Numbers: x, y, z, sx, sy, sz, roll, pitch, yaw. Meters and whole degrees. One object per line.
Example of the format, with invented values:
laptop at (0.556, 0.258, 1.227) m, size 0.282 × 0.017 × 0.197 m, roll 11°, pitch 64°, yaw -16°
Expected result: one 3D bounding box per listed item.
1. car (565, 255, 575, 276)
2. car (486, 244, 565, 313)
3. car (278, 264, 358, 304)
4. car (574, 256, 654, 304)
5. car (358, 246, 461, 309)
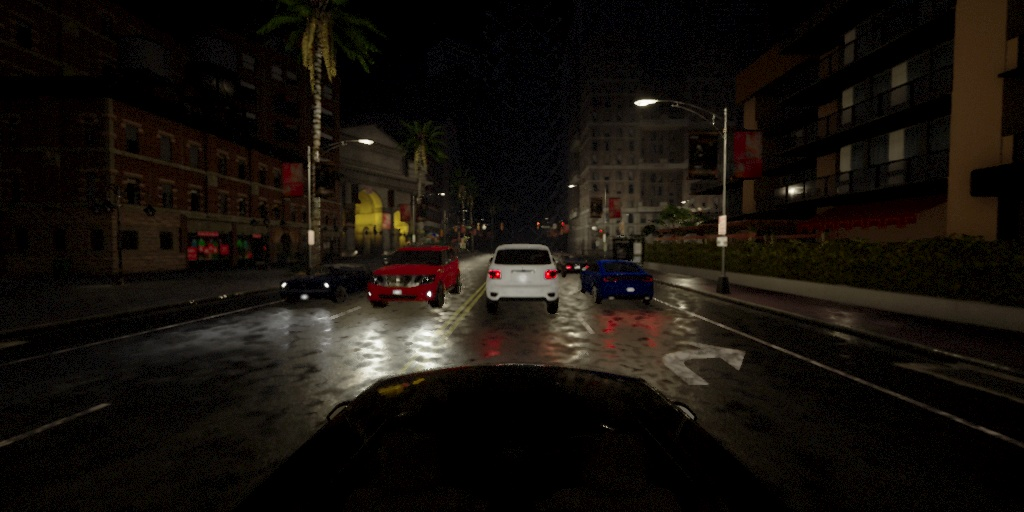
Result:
car at (4.150, 0.665, 24.664) m, size 2.033 × 1.411 × 5.357 m, roll 0°, pitch 2°, yaw 1°
car at (0.354, 0.660, 12.523) m, size 2.150 × 2.045 × 5.566 m, roll 0°, pitch 0°, yaw 1°
car at (-6.802, 0.989, 14.044) m, size 1.895 × 1.301 × 4.718 m, roll 0°, pitch 2°, yaw 2°
car at (3.897, 0.890, 14.097) m, size 1.882 × 1.535 × 5.008 m, roll 0°, pitch 1°, yaw 1°
car at (-3.320, 0.636, 13.370) m, size 2.150 × 2.045 × 5.566 m, roll 0°, pitch 2°, yaw 2°
